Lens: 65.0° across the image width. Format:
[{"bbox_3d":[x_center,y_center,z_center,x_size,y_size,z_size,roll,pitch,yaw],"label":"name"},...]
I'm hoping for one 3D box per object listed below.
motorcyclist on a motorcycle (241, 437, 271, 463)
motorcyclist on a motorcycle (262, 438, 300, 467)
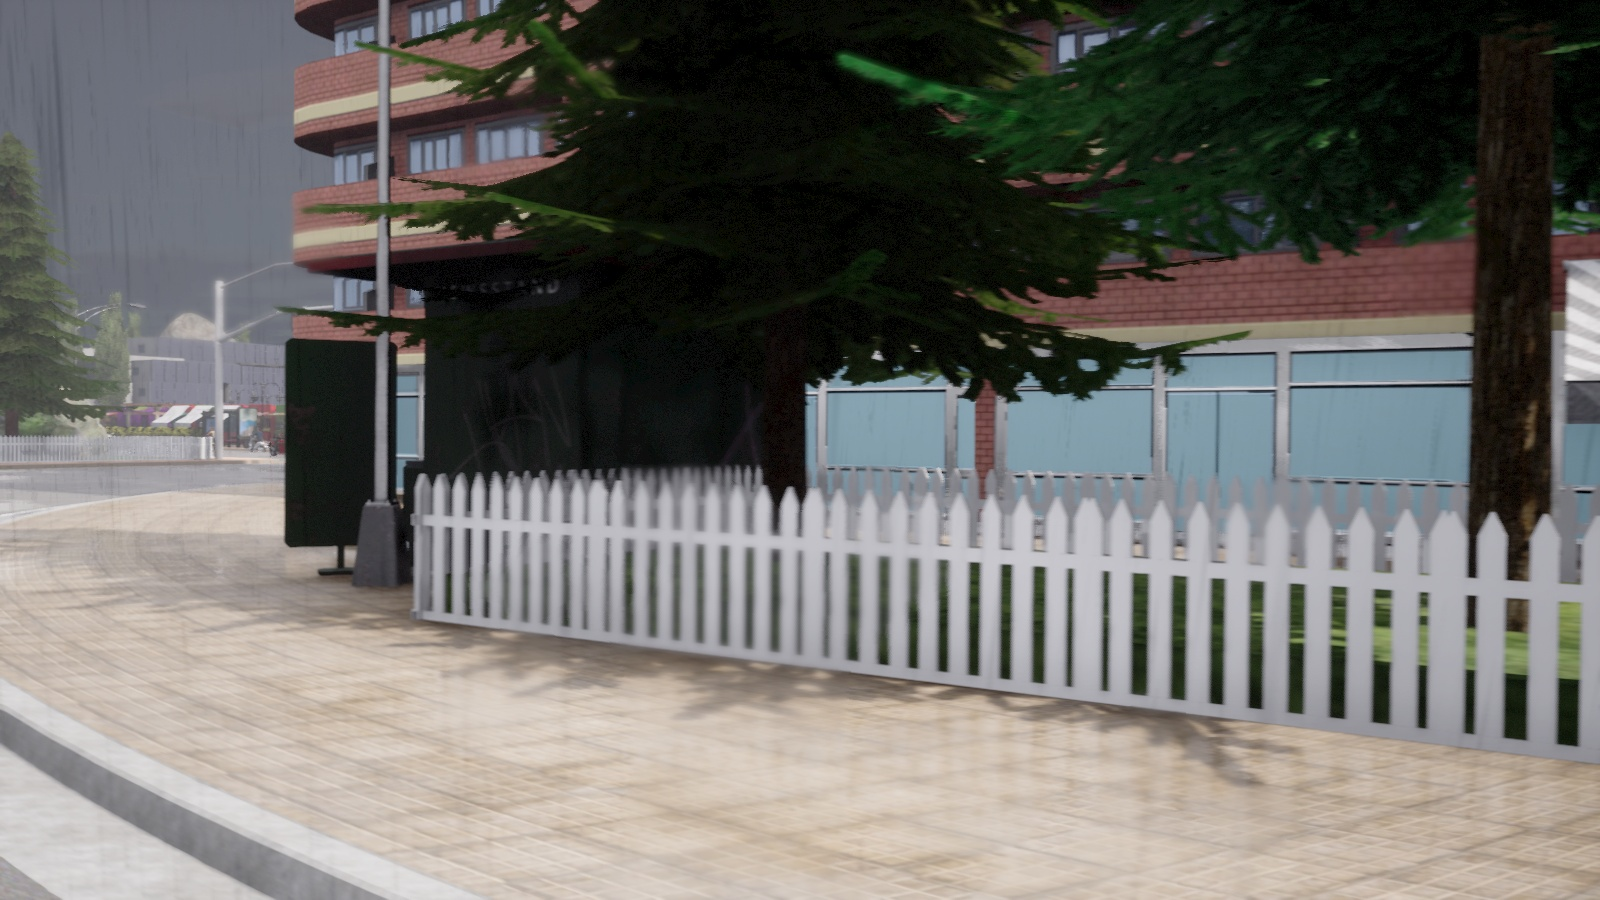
[{"bbox_3d":[-34.701,0.002,80.140,1.817,1.590,0.866,0,1,32],"label":"motorcyclist on a motorcycle"},{"bbox_3d":[-28.022,0.133,67.789,2.044,1.523,0.797,0,1,32],"label":"motorcyclist on a motorcycle"}]
